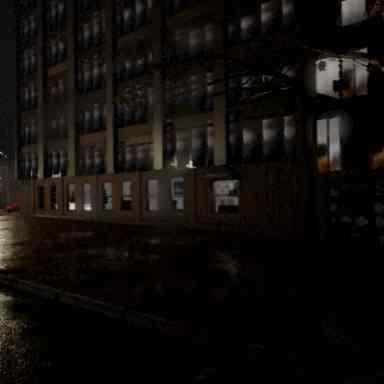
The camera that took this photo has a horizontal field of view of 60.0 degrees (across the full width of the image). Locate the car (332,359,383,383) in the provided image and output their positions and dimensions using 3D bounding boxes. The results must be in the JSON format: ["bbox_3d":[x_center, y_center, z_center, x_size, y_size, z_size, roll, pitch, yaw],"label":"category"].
[{"bbox_3d":[2.401,1.425,1.169,4.097,1.590,1.967,-1,-1,35],"label":"car"}]

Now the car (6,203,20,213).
[{"bbox_3d":[-22.725,2.138,44.783,1.802,1.307,4.206,-1,-1,36],"label":"car"}]
